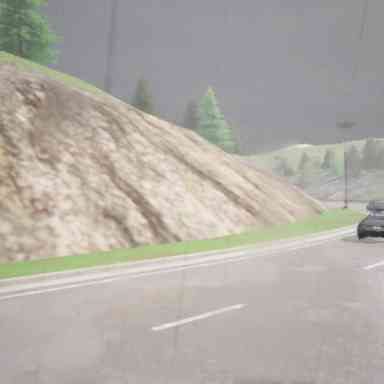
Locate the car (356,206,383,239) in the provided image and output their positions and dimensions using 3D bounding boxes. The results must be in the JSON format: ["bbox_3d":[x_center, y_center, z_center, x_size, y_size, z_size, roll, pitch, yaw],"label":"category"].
[{"bbox_3d":[9.987,1.651,17.052,1.994,1.385,4.181,0,0,42],"label":"car"}]

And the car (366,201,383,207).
[{"bbox_3d":[23.155,1.776,41.456,1.994,1.385,4.181,0,0,16],"label":"car"}]
